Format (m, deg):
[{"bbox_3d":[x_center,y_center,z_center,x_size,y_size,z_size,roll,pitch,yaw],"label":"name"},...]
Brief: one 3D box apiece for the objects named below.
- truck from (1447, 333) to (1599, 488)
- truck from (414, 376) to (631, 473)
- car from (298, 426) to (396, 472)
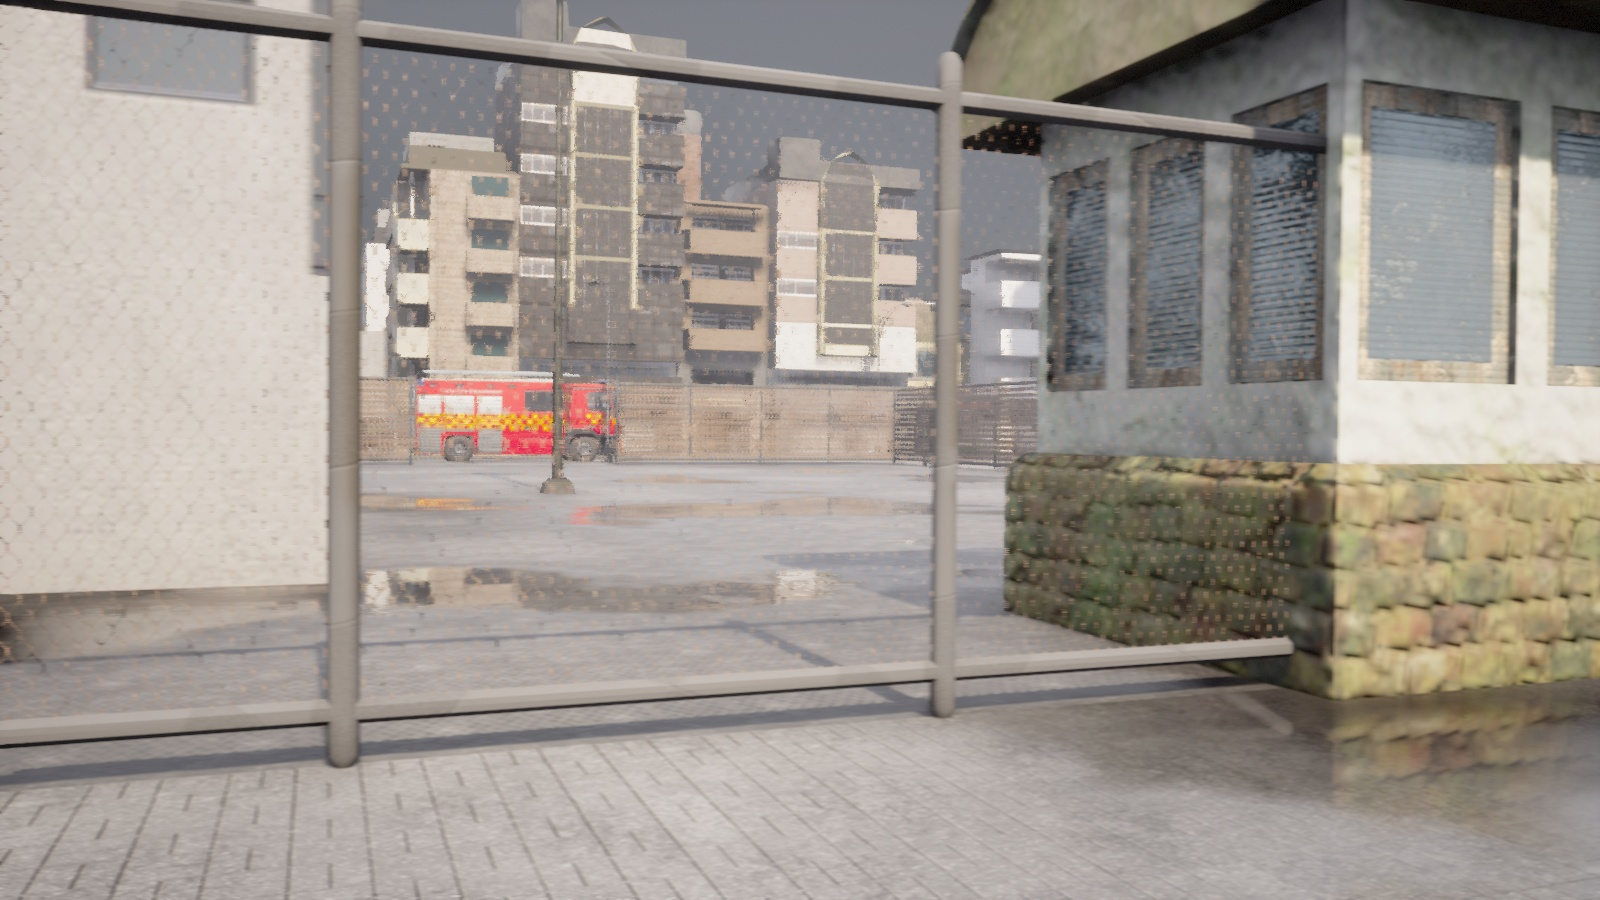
[{"bbox_3d":[19.175,-0.905,28.825,2.891,3.462,7.936,-1,1,-18],"label":"truck"},{"bbox_3d":[-11.577,-1.107,52.385,8.468,3.827,2.891,-1,1,-20],"label":"truck"},{"bbox_3d":[-19.353,-0.073,53.703,3.866,1.878,1.905,-1,1,-21],"label":"car"}]
